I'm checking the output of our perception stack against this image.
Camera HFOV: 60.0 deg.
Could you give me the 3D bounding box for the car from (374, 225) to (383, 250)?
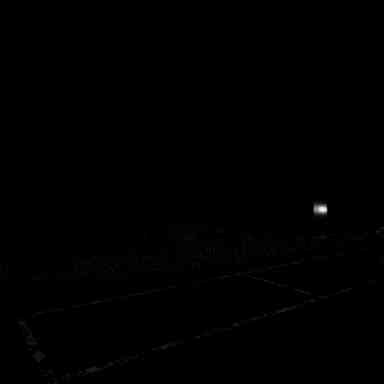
[{"bbox_3d":[8.882,1.438,12.969,4.097,1.590,1.967,0,-1,-35],"label":"car"}]
